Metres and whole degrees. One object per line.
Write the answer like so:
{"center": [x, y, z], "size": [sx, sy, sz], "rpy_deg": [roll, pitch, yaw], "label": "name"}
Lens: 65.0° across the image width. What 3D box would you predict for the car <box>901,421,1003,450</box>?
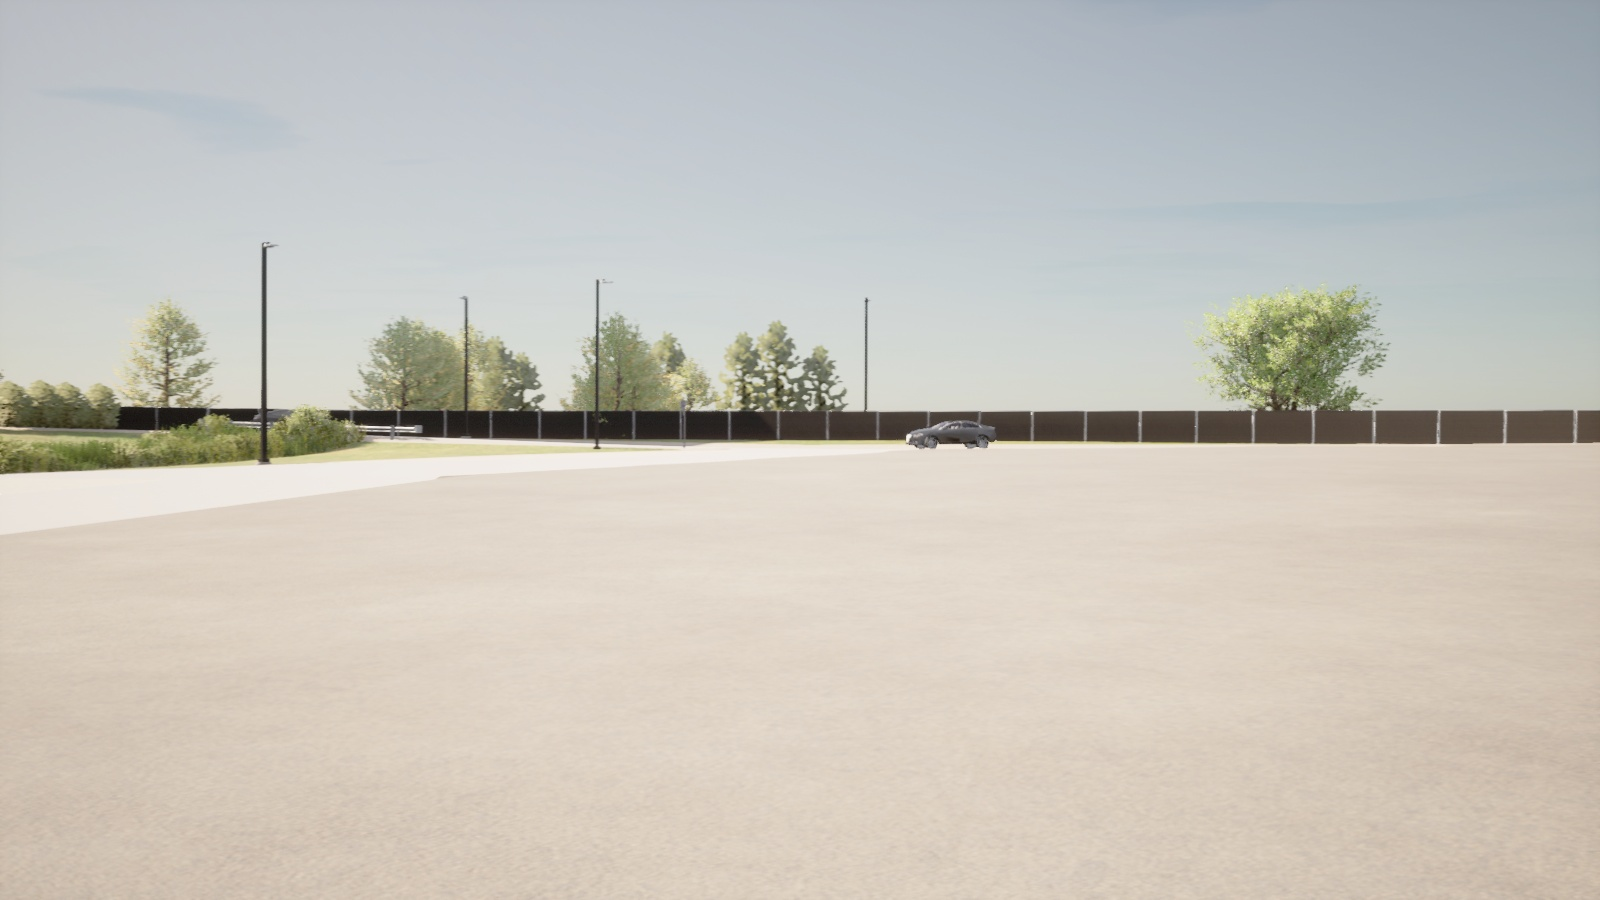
{"center": [8.028, -0.764, 66.419], "size": [4.902, 1.511, 2.128], "rpy_deg": [0, 0, -15], "label": "car"}
